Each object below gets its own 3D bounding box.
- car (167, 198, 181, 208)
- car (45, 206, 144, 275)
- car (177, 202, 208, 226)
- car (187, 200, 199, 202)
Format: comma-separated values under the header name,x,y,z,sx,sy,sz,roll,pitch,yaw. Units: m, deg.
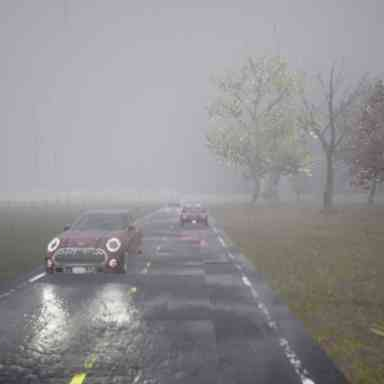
name,x,y,z,sx,sy,sz,roll,pitch,yaw
car,-2.748,1.603,50.635,1.882,1.535,5.008,0,0,0
car,-2.835,1.382,10.599,2.097,1.767,4.553,0,0,0
car,0.127,1.667,24.033,1.895,1.301,4.718,0,0,0
car,0.163,1.710,42.731,1.895,1.301,4.718,0,0,0
